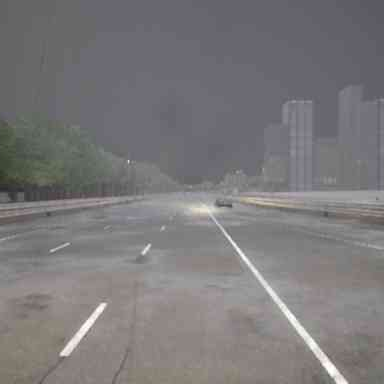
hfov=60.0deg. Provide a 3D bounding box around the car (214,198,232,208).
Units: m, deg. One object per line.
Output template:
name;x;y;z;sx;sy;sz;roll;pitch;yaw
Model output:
car;4.275;1.486;46.011;1.994;1.385;4.181;0;0;-4
